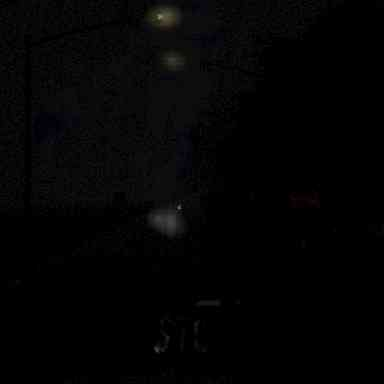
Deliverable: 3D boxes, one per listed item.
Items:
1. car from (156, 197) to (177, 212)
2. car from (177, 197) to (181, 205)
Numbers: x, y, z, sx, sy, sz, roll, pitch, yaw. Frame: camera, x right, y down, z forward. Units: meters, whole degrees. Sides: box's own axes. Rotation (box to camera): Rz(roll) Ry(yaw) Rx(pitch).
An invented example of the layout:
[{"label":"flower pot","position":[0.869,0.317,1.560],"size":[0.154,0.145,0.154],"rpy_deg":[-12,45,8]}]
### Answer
[{"label":"car","position":[-3.085,1.620,39.845],"size":[1.837,1.490,4.892],"rpy_deg":[0,0,0]},{"label":"car","position":[-3.001,1.672,62.818],"size":[1.895,1.301,4.718],"rpy_deg":[0,0,0]}]
